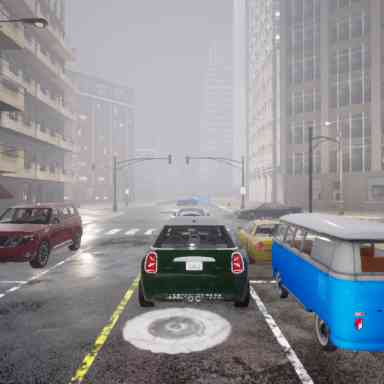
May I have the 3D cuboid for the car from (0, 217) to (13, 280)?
[{"bbox_3d":[-5.319,1.442,5.880,1.967,1.590,4.097,0,0,0],"label":"car"}]

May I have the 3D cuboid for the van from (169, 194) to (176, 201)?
[{"bbox_3d":[-5.470,1.541,93.731,1.690,1.788,3.998,0,0,0],"label":"van"}]

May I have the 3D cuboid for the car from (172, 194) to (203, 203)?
[{"bbox_3d":[-0.607,1.545,52.208,1.882,1.535,5.008,1,1,27],"label":"car"}]

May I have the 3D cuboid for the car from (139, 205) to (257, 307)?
[{"bbox_3d":[0.050,1.355,8.120,2.097,1.767,4.553,0,0,0],"label":"car"}]

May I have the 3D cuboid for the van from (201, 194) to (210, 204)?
[{"bbox_3d":[2.467,1.429,60.431,1.690,1.788,3.998,0,0,0],"label":"van"}]

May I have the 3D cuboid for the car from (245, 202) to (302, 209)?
[{"bbox_3d":[5.926,1.490,25.843,5.357,1.411,2.033,-1,0,-7],"label":"car"}]

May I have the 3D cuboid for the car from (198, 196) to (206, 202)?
[{"bbox_3d":[2.429,1.703,82.640,1.887,1.381,4.507,0,0,0],"label":"car"}]

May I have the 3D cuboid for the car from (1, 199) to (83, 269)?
[{"bbox_3d":[-5.328,1.320,11.416,2.192,1.841,5.009,0,0,0],"label":"car"}]

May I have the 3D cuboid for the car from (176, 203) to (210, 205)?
[{"bbox_3d":[-0.029,1.536,17.164,1.812,1.442,4.674,0,0,0],"label":"car"}]

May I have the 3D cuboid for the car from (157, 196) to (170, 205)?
[{"bbox_3d":[-5.413,1.612,60.247,1.752,1.417,4.829,0,0,0],"label":"car"}]

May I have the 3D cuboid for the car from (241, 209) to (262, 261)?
[{"bbox_3d":[2.550,1.531,11.606,1.752,1.417,4.829,0,0,0],"label":"car"}]

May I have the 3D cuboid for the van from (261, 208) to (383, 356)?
[{"bbox_3d":[2.562,1.343,5.900,1.690,1.788,3.998,0,0,0],"label":"van"}]

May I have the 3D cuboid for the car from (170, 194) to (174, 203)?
[{"bbox_3d":[-5.432,1.561,71.523,1.967,1.590,4.097,0,0,0],"label":"car"}]

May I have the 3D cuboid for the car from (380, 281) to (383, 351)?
[{"bbox_3d":[2.569,1.526,0.536,1.752,1.417,4.829,0,0,0],"label":"car"}]
